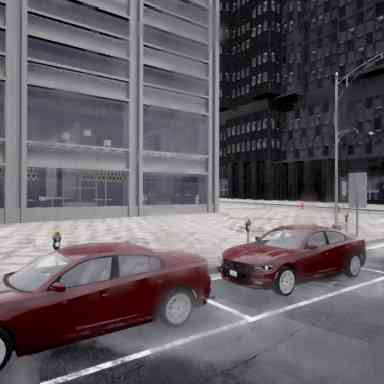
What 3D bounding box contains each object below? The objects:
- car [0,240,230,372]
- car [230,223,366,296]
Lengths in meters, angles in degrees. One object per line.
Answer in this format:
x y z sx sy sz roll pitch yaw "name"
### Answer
-1.755 1.545 5.416 4.507 1.381 1.887 0 0 -36 "car"
2.736 1.545 8.635 4.507 1.381 1.887 0 0 -36 "car"
